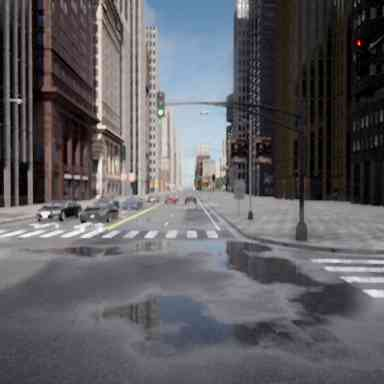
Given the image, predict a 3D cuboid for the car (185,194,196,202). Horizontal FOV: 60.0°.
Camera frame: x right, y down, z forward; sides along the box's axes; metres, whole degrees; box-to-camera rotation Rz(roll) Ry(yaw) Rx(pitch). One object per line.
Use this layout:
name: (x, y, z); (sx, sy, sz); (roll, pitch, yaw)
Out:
car: (-0.252, 1.145, 64.340); (2.128, 1.511, 4.902); (0, 0, 0)

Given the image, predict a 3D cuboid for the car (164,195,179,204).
car: (-3.464, 1.239, 54.292); (1.812, 1.442, 4.674); (0, 0, 0)

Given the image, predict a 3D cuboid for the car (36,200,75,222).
car: (-9.890, 1.366, 25.103); (2.128, 1.511, 4.902); (0, 0, 3)

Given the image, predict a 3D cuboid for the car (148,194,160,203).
car: (-6.734, 1.178, 59.059); (2.128, 1.511, 4.902); (0, 0, 0)

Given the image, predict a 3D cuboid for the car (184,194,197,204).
car: (-0.212, 1.221, 53.922); (1.837, 1.490, 4.892); (0, 0, 0)

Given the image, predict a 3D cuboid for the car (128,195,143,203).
car: (-9.982, 1.294, 59.273); (1.895, 1.301, 4.718); (0, 0, 0)

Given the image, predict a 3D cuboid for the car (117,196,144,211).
car: (-6.738, 1.351, 38.239); (2.033, 1.411, 5.357); (0, 0, 0)

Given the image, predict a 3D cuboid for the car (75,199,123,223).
car: (-6.681, 1.443, 24.353); (1.994, 1.385, 4.181); (0, 0, 0)

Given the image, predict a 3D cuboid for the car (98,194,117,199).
car: (-9.990, 1.149, 39.350); (2.097, 1.767, 4.553); (0, 0, 0)

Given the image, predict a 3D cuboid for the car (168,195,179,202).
car: (-3.502, 1.252, 64.358); (1.895, 1.301, 4.718); (0, 0, 0)
